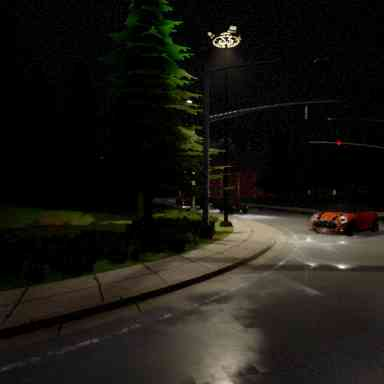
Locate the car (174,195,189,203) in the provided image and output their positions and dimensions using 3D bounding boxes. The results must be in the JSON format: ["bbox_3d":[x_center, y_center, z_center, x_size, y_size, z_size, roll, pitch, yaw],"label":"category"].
[{"bbox_3d":[-2.276,1.500,70.999,2.128,1.511,4.902,0,0,-17],"label":"car"}]

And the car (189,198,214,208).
[{"bbox_3d":[1.674,1.221,45.322,2.150,2.045,5.566,0,0,-16],"label":"car"}]

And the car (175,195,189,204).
[{"bbox_3d":[-1.202,1.352,55.210,2.097,1.767,4.553,0,0,-17],"label":"car"}]

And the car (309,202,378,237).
[{"bbox_3d":[8.305,1.358,18.140,4.553,1.767,2.097,0,0,-41],"label":"car"}]

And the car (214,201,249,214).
[{"bbox_3d":[4.354,1.601,35.633,1.895,1.301,4.718,0,0,-15],"label":"car"}]
